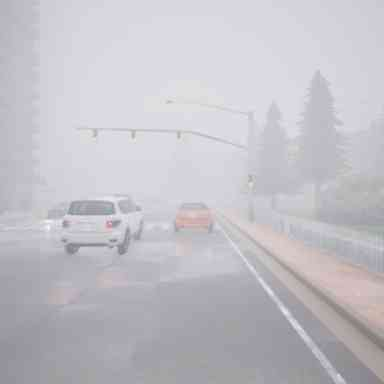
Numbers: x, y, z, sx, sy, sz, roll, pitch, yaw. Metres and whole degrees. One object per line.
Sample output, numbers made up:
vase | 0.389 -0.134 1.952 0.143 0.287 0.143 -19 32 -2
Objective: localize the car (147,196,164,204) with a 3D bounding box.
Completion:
car | -7.163 1.447 61.005 2.033 1.411 5.357 0 0 -39

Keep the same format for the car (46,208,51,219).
car | -10.592 1.499 28.055 1.994 1.385 4.181 0 0 0

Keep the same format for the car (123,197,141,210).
car | -7.450 1.450 41.915 1.812 1.442 4.674 0 0 -5

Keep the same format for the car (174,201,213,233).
car | 0.094 1.321 19.716 2.097 1.767 4.553 0 0 0

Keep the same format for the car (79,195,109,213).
car | -10.700 1.276 36.603 2.097 1.767 4.553 0 0 -2

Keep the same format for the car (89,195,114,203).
car | -18.078 1.343 66.388 5.008 1.535 1.882 0 0 32

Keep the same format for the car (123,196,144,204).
car | -10.581 1.457 59.732 1.994 1.385 4.181 0 0 -39

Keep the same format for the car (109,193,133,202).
car | -14.644 1.141 68.285 4.553 1.767 2.097 0 0 32

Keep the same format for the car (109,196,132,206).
car | -12.000 1.387 55.475 2.128 1.511 4.902 0 0 -33

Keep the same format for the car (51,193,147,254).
car | -3.408 1.201 13.569 2.150 2.045 5.566 0 0 0

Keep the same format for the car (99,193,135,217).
car | -7.074 1.159 32.147 2.150 2.045 5.566 0 0 1
